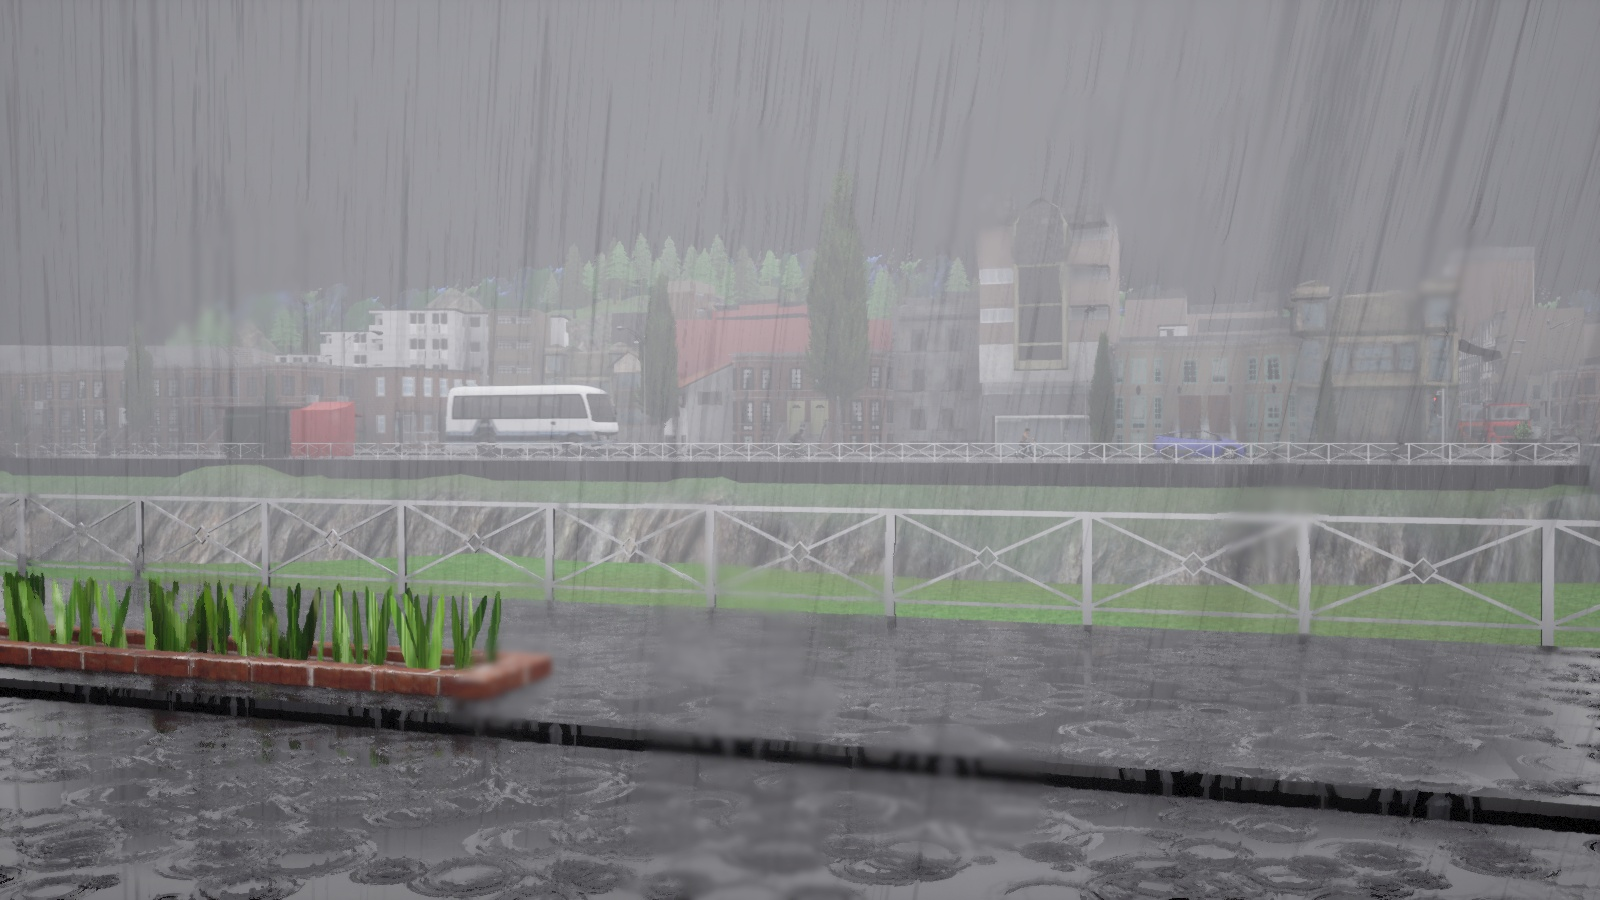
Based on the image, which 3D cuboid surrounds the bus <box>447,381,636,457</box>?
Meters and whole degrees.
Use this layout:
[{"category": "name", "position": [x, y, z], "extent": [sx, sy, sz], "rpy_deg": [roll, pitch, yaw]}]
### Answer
[{"category": "bus", "position": [-15.184, -1.790, 73.906], "extent": [10.273, 4.253, 3.944], "rpy_deg": [0, 1, 19]}]

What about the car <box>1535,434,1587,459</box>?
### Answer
[{"category": "car", "position": [46.844, -0.223, 77.386], "extent": [1.816, 1.474, 4.193], "rpy_deg": [1, 1, 19]}]

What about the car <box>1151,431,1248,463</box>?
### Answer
[{"category": "car", "position": [19.760, -0.148, 62.185], "extent": [4.514, 1.525, 2.007], "rpy_deg": [1, 1, 18]}]
